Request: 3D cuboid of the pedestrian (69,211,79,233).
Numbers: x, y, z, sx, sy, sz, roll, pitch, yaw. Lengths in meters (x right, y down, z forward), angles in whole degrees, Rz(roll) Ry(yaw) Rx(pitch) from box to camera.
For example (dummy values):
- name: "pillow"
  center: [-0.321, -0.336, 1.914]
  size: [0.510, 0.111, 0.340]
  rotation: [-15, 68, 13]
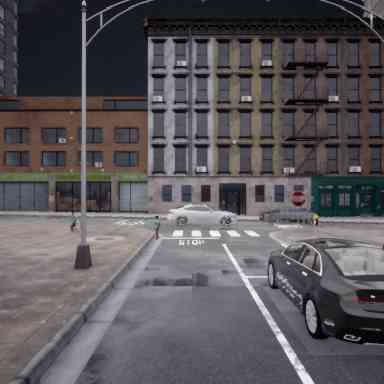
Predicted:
- name: "pedestrian"
  center: [-5.750, 1.474, 16.260]
  size: [0.500, 1.100, 0.500]
  rotation: [0, 0, 0]

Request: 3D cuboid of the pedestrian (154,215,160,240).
- name: "pedestrian"
  center: [-1.648, 1.676, 15.662]
  size: [0.500, 1.100, 0.500]
  rotation: [0, 0, 0]

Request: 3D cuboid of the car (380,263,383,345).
- name: "car"
  center: [2.644, 1.440, 0.845]
  size: [1.967, 1.590, 4.097]
  rotation: [0, 0, 0]

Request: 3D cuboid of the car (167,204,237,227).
- name: "car"
  center: [0.664, 1.559, 22.518]
  size: [4.674, 1.442, 1.812]
  rotation: [1, 0, 0]

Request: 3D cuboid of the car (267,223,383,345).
- name: "car"
  center: [2.638, 1.552, 6.349]
  size: [2.008, 1.369, 4.403]
  rotation: [0, 0, 0]

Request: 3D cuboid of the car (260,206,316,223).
- name: "car"
  center: [7.323, 1.766, 25.446]
  size: [4.181, 1.385, 1.994]
  rotation: [1, 0, 0]
